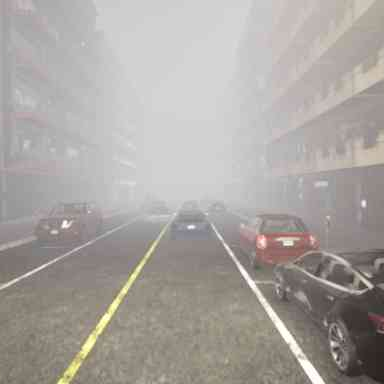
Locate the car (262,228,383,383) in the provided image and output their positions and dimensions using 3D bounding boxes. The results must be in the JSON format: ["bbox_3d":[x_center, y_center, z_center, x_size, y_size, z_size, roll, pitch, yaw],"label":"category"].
[{"bbox_3d":[2.643,1.540,5.364,1.947,1.339,4.313,-1,0,0],"label":"car"}]

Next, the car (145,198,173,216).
[{"bbox_3d":[-3.252,1.587,33.470,1.994,1.385,4.181,-1,0,0],"label":"car"}]

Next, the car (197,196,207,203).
[{"bbox_3d":[2.129,1.519,72.586,2.008,1.369,4.403,-1,0,0],"label":"car"}]

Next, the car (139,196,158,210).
[{"bbox_3d":[-6.037,1.598,44.542,2.008,1.369,4.403,-1,0,0],"label":"car"}]

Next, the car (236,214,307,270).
[{"bbox_3d":[2.597,1.413,10.966,1.967,1.590,4.097,-1,0,0],"label":"car"}]

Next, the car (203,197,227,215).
[{"bbox_3d":[2.429,1.536,33.373,1.947,1.339,4.313,-1,0,0],"label":"car"}]

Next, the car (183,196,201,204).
[{"bbox_3d":[-0.199,1.557,39.400,1.994,1.385,4.181,-1,0,0],"label":"car"}]

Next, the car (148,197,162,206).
[{"bbox_3d":[-6.122,1.629,55.746,1.802,1.307,4.206,-1,0,0],"label":"car"}]

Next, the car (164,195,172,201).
[{"bbox_3d":[-6.381,1.593,89.357,1.887,1.381,4.507,-1,0,0],"label":"car"}]

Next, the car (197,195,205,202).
[{"bbox_3d":[2.085,1.513,78.188,1.887,1.381,4.507,-1,0,0],"label":"car"}]

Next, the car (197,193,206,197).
[{"bbox_3d":[2.255,1.409,55.782,1.967,1.590,4.097,-1,0,0],"label":"car"}]

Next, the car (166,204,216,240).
[{"bbox_3d":[-0.047,1.561,17.147,1.994,1.385,4.181,-1,0,0],"label":"car"}]

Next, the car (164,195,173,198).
[{"bbox_3d":[-6.337,1.613,83.754,1.947,1.339,4.313,-1,0,0],"label":"car"}]

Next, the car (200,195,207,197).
[{"bbox_3d":[2.341,1.494,44.748,1.752,1.417,4.829,-1,0,0],"label":"car"}]

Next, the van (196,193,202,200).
[{"bbox_3d":[1.952,1.312,94.994,1.690,1.788,3.998,-1,0,0],"label":"van"}]

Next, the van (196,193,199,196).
[{"bbox_3d":[2.167,1.309,66.985,1.690,1.788,3.998,-1,0,0],"label":"van"}]

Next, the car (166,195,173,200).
[{"bbox_3d":[-6.422,1.631,94.958,1.802,1.307,4.206,-1,0,0],"label":"car"}]

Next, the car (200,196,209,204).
[{"bbox_3d":[2.386,1.520,38.976,2.008,1.369,4.403,-1,0,0],"label":"car"}]

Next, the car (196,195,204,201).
[{"bbox_3d":[2.043,1.535,83.790,1.947,1.339,4.313,-1,0,0],"label":"car"}]

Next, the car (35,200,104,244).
[{"bbox_3d":[-5.828,1.366,16.533,2.192,1.841,5.009,-1,0,0],"label":"car"}]
